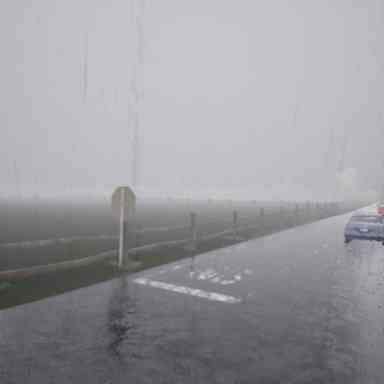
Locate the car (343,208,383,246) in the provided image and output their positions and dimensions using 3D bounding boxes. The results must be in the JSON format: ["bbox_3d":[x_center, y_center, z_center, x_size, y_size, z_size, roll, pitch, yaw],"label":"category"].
[{"bbox_3d":[8.822,1.731,16.584,2.033,1.411,5.357,1,0,32],"label":"car"}]

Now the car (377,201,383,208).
[{"bbox_3d":[22.756,1.806,38.533,2.097,1.767,4.553,1,0,33],"label":"car"}]
